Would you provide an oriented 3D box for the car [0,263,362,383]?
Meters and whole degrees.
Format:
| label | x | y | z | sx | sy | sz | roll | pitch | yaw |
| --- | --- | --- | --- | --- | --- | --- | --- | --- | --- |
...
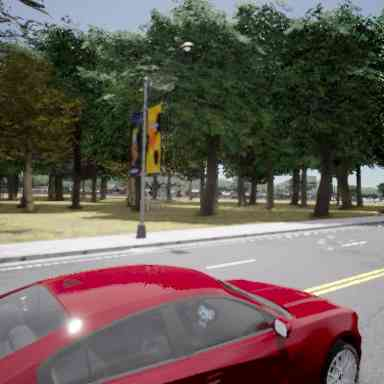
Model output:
| label | x | y | z | sx | sy | sz | roll | pitch | yaw |
| --- | --- | --- | --- | --- | --- | --- | --- | --- | --- |
| car | -0.315 | 1.479 | 3.214 | 5.008 | 1.535 | 1.882 | 0 | 0 | -36 |
